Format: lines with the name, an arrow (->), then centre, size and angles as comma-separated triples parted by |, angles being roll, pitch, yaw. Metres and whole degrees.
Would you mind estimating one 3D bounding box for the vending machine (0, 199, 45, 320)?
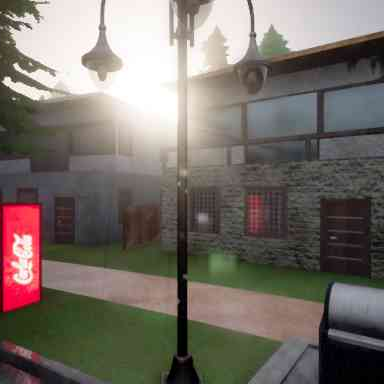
vending machine -> -3.586, 1.195, 6.379 | 0.880, 2.100, 1.100 | 0, 0, 29
